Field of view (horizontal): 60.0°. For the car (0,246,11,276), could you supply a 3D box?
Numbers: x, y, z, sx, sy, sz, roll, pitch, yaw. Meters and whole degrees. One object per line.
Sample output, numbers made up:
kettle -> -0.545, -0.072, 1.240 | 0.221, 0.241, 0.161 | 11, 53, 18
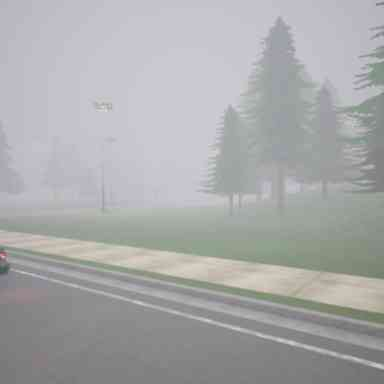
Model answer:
car -> -6.912, 1.587, 8.808 | 5.357, 1.411, 2.033 | 0, 0, 35
